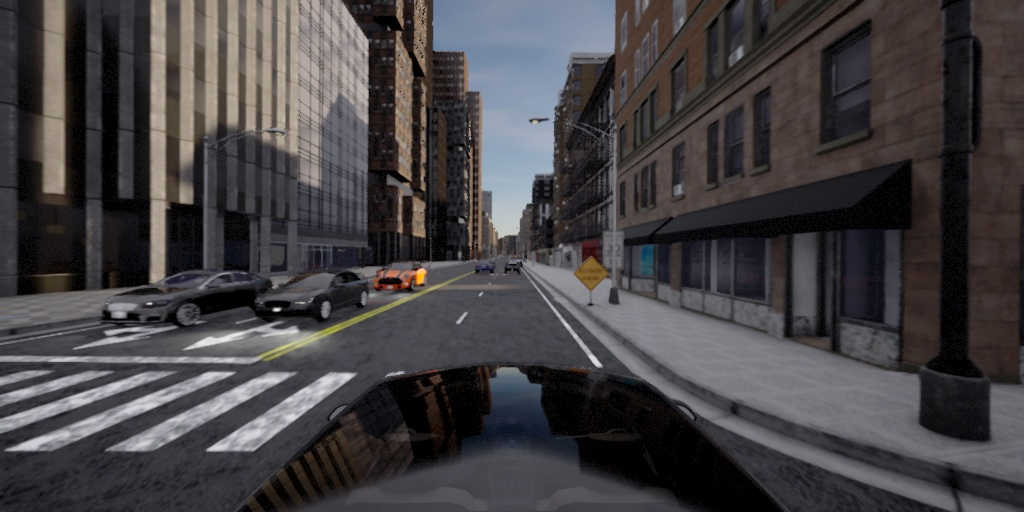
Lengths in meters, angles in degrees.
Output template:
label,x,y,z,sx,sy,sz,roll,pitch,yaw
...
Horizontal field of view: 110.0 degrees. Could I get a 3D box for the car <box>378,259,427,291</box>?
label,x,y,z,sx,sy,sz,roll,pitch,yaw
car,-6.610,1.099,21.692,2.097,1.767,4.553,0,0,0

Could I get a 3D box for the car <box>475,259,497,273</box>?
label,x,y,z,sx,sy,sz,roll,pitch,yaw
car,-3.227,1.126,43.297,2.097,1.767,4.553,0,0,0

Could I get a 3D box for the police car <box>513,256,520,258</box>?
label,x,y,z,sx,sy,sz,roll,pitch,yaw
police car,0.923,1.238,63.074,1.930,1.638,5.238,0,0,0

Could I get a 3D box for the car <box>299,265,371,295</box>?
label,x,y,z,sx,sy,sz,roll,pitch,yaw
car,-9.853,1.289,20.390,1.994,1.385,4.181,0,0,1

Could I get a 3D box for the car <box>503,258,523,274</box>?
label,x,y,z,sx,sy,sz,roll,pitch,yaw
car,0.018,1.301,42.559,1.837,1.490,4.892,0,0,0

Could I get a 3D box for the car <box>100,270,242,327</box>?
label,x,y,z,sx,sy,sz,roll,pitch,yaw
car,-9.864,1.216,11.477,2.128,1.511,4.902,0,0,1

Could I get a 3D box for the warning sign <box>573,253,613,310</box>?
label,x,y,z,sx,sy,sz,roll,pitch,yaw
warning sign,2.843,0.926,12.964,1.300,1.860,1.060,0,0,0

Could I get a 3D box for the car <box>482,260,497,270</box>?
label,x,y,z,sx,sy,sz,roll,pitch,yaw
car,-3.293,1.326,53.373,2.033,1.411,5.357,0,0,0

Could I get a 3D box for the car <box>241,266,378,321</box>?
label,x,y,z,sx,sy,sz,roll,pitch,yaw
car,-6.604,1.251,12.490,1.837,1.490,4.892,0,0,0
